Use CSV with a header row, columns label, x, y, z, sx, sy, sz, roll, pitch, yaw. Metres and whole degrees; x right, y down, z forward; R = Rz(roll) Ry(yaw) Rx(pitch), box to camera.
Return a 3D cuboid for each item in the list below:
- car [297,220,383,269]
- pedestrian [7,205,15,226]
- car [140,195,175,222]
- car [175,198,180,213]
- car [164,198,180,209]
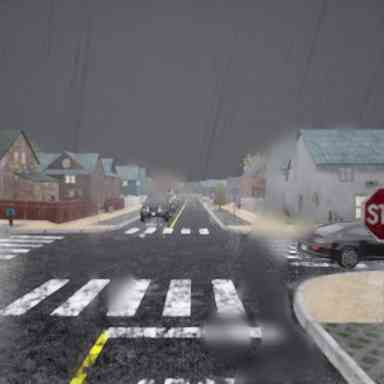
label,x,y,z,sx,sy,sz,roll,pitch,yaw
car,6.022,1.725,11.676,4.674,1.442,1.812,1,0,-14
pedestrian,-9.652,1.267,17.761,0.500,1.100,0.500,0,0,1
car,-2.811,1.250,27.083,2.150,2.045,5.566,0,0,0
car,-2.775,1.601,36.998,1.994,1.385,4.181,0,0,1
car,-2.757,1.606,46.939,1.994,1.385,4.181,0,0,0
